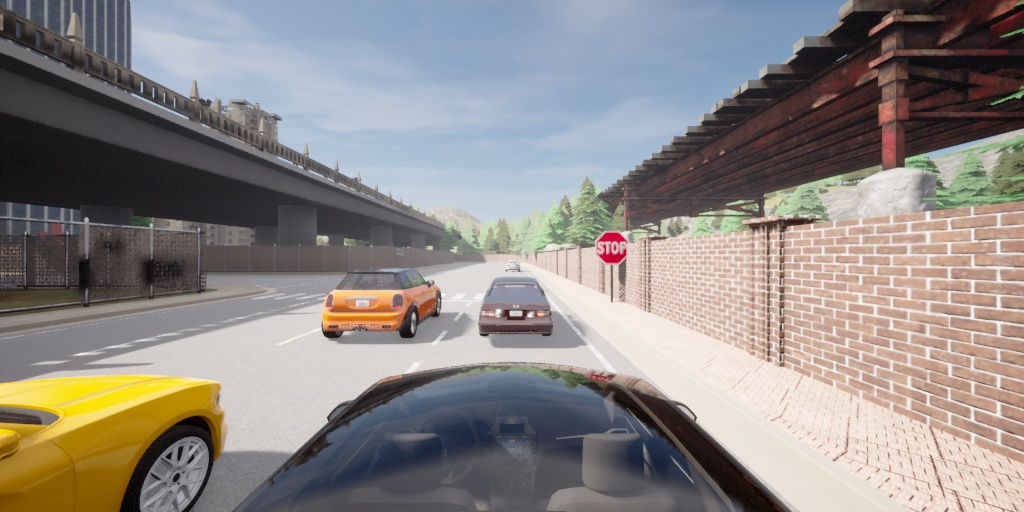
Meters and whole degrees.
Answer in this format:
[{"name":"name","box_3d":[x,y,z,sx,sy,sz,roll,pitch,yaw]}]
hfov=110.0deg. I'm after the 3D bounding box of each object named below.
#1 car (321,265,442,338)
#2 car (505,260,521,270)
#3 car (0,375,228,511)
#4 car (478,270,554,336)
[{"name":"car","box_3d":[-3.414,1.102,10.306,2.097,1.767,4.553,0,0,0]},{"name":"car","box_3d":[0.106,1.276,46.209,1.812,1.442,4.674,0,0,-1]},{"name":"car","box_3d":[-3.397,1.228,1.049,1.882,1.535,5.008,0,0,0]},{"name":"car","box_3d":[0.087,1.297,10.326,2.033,1.411,5.357,0,0,0]}]
